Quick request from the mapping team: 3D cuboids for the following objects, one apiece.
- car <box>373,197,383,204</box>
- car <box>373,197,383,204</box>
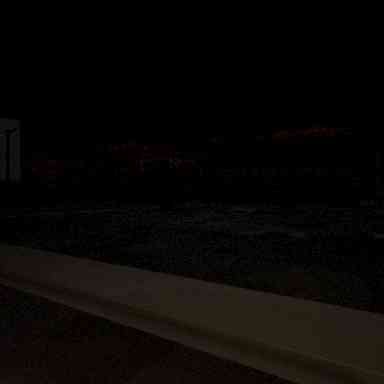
[{"bbox_3d":[37.535,1.734,65.320,2.038,1.542,4.974,1,1,6],"label":"car"},{"bbox_3d":[37.542,1.576,65.370,1.853,1.218,4.536,1,1,6],"label":"car"}]
